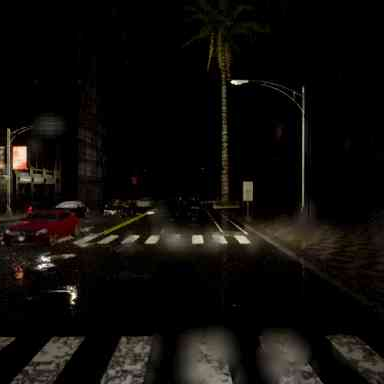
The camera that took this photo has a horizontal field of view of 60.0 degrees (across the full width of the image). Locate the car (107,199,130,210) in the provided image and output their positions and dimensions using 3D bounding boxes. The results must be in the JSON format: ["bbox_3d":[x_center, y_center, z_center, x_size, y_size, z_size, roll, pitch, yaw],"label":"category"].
[{"bbox_3d":[-9.665,1.622,43.949,1.895,1.301,4.718,0,0,0],"label":"car"}]

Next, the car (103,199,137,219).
[{"bbox_3d":[-6.482,1.513,29.639,1.837,1.490,4.892,0,0,0],"label":"car"}]

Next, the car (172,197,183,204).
[{"bbox_3d":[-2.896,1.632,67.667,1.994,1.385,4.181,0,0,0],"label":"car"}]

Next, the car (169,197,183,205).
[{"bbox_3d":[-2.935,1.610,57.709,1.994,1.385,4.181,0,0,1],"label":"car"}]

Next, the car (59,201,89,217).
[{"bbox_3d":[-9.746,1.498,26.555,2.128,1.511,4.902,0,0,0],"label":"car"}]

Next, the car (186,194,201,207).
[{"bbox_3d":[0.209,1.258,53.417,2.150,2.045,5.566,0,0,0],"label":"car"}]

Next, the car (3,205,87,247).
[{"bbox_3d":[-6.540,1.527,15.084,1.812,1.442,4.674,0,0,0],"label":"car"}]

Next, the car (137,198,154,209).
[{"bbox_3d":[-6.403,1.549,46.046,1.812,1.442,4.674,0,0,0],"label":"car"}]
